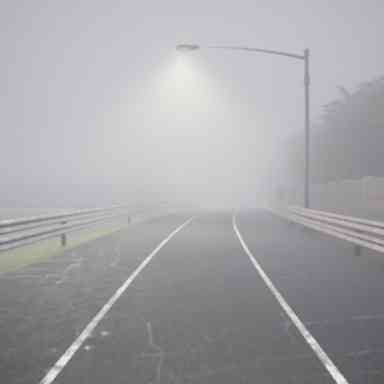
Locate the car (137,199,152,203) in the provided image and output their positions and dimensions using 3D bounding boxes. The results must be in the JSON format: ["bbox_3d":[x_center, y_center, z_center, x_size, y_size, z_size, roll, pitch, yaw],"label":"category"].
[{"bbox_3d":[-8.820,2.229,66.358,4.553,1.767,2.097,2,-3,-34],"label":"car"}]

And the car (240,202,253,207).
[{"bbox_3d":[14.437,3.308,87.251,1.994,1.385,4.181,-2,-3,39],"label":"car"}]
